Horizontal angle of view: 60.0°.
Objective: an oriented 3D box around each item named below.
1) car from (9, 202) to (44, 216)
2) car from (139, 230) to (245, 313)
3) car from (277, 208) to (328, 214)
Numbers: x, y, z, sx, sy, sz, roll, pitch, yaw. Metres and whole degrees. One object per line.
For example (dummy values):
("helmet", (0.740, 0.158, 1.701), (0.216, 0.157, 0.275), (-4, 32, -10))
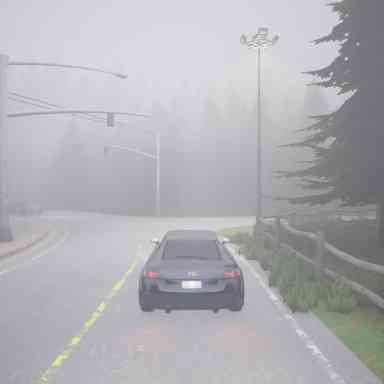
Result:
("car", (-16.684, 1.601, 32.613), (4.718, 1.301, 1.895), (0, 0, 31))
("car", (-0.028, 1.564, 7.734), (1.994, 1.385, 4.181), (0, 0, -1))
("car", (9.055, 1.533, 25.669), (4.892, 1.490, 1.837), (0, -1, -7))
